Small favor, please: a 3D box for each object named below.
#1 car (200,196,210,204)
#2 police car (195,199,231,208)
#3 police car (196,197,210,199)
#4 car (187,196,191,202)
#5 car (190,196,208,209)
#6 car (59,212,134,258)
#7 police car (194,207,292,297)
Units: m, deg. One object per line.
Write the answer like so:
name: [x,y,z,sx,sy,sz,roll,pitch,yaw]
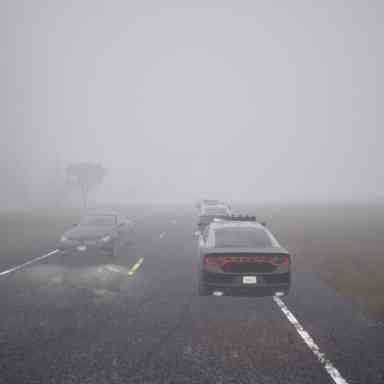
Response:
car: [2.564,1.506,65.333,1.812,1.442,4.674,0,0,5]
police car: [1.270,1.426,18.716,1.930,1.638,5.238,0,0,1]
police car: [1.430,1.425,24.694,1.930,1.638,5.238,0,0,2]
car: [-0.022,1.536,75.430,1.994,1.385,4.181,0,0,5]
car: [1.281,1.541,45.496,2.033,1.411,5.357,0,0,4]
car: [-3.475,1.526,12.904,1.812,1.442,4.674,0,0,1]
police car: [1.098,1.426,8.751,1.930,1.638,5.238,0,0,1]
